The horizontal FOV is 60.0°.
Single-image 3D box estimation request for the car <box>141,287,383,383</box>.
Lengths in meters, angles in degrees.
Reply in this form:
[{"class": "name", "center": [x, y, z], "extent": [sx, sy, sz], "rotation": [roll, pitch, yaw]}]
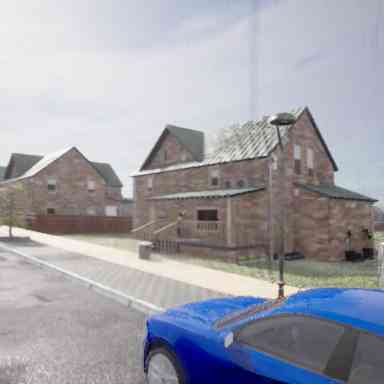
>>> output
[{"class": "car", "center": [1.445, 1.673, 3.106], "extent": [1.882, 1.535, 5.008], "rotation": [4, -4, -42]}]
